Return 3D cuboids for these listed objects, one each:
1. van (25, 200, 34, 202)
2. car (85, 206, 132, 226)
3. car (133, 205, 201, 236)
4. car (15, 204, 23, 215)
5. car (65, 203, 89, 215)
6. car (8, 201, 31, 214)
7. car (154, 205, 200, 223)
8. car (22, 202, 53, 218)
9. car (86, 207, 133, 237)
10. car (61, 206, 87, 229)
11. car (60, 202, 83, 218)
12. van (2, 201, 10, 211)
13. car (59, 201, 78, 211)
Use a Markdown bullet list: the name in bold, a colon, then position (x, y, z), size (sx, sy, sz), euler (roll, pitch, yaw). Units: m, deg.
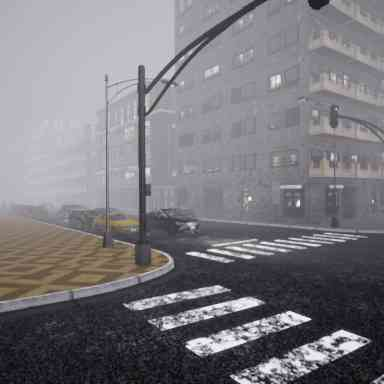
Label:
- **van**: position (-41.621, 2.832, 85.123), size (1.690, 1.788, 3.998), euler (-2, 0, -36)
- **car**: position (-7.274, 1.994, 28.622), size (2.033, 1.411, 5.357), euler (-1, -1, -37)
- **car**: position (-1.416, 1.775, 20.649), size (2.128, 1.511, 4.902), euler (-1, -1, -36)
- **car**: position (-21.584, 2.392, 43.709), size (1.802, 1.307, 4.206), euler (-2, 0, -36)
- **car**: position (-15.907, 2.296, 45.781), size (1.994, 1.385, 4.181), euler (-1, -1, -36)
- **car**: position (-24.933, 2.449, 48.265), size (1.887, 1.381, 4.507), euler (-2, 0, -36)
- **car**: position (-1.443, 1.915, 30.447), size (2.008, 1.369, 4.403), euler (-2, 0, -36)
- **car**: position (-18.237, 2.262, 39.153), size (1.887, 1.381, 4.507), euler (-2, 0, -36)
- **car**: position (-4.747, 1.865, 20.792), size (1.752, 1.417, 4.829), euler (-2, 0, -36)
- **car**: position (-8.194, 2.002, 25.484), size (1.947, 1.339, 4.313), euler (-2, 0, -36)
- **car**: position (-13.230, 2.118, 36.751), size (1.837, 1.490, 4.892), euler (-1, -1, -36)
- **van**: position (-31.634, 2.433, 57.378), size (1.690, 1.788, 3.998), euler (-2, 0, -36)
- **car**: position (-21.532, 2.367, 57.785), size (1.967, 1.590, 4.097), euler (-2, 0, -36)
